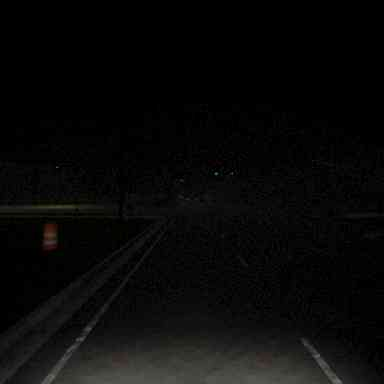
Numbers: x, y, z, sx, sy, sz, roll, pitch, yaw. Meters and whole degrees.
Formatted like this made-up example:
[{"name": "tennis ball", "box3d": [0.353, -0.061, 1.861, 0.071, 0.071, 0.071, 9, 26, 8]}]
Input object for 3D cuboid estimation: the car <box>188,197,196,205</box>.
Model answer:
[{"name": "car", "box3d": [-0.035, 2.352, 79.495, 1.882, 1.535, 5.008, 0, -1, 0]}]
